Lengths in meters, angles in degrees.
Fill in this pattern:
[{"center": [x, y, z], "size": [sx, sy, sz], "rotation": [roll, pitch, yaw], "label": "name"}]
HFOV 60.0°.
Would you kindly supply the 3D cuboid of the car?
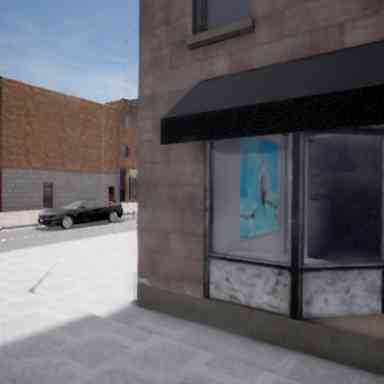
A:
[{"center": [-6.208, 1.100, 18.936], "size": [1.882, 1.535, 5.008], "rotation": [1, 2, 35], "label": "car"}]
